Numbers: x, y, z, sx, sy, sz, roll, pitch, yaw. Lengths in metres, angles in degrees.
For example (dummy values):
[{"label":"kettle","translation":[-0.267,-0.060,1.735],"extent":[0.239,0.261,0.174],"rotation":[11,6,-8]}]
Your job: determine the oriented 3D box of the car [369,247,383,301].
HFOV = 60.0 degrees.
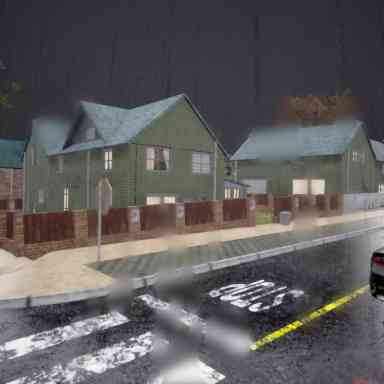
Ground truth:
[{"label":"car","translation":[5.410,1.365,6.829],"extent":[5.008,1.535,1.882],"rotation":[-1,2,-42]}]
